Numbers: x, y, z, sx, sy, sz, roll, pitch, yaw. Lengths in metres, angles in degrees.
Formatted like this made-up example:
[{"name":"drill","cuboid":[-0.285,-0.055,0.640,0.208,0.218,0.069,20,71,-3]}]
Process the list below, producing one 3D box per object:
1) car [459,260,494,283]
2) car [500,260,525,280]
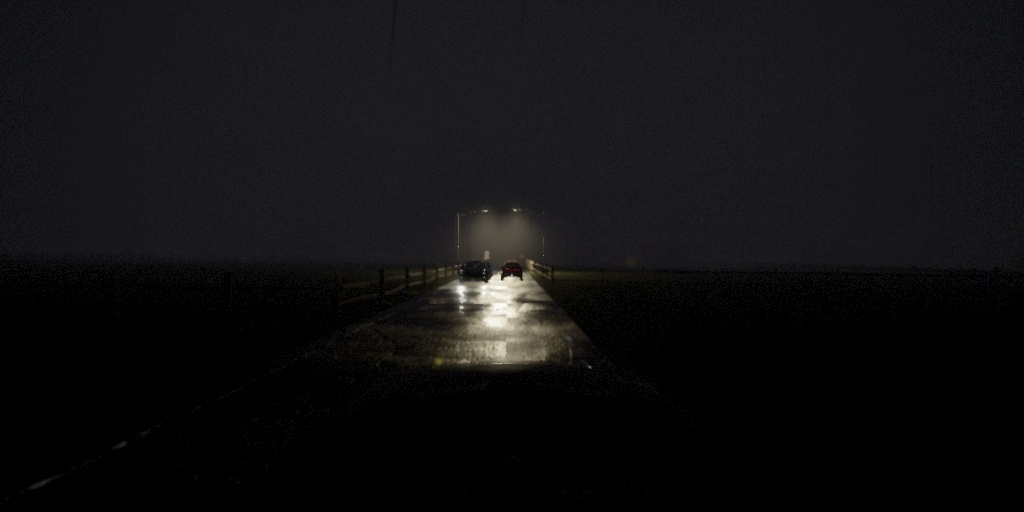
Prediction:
[{"name":"car","cuboid":[-2.753,1.109,27.415,2.097,1.767,4.553,0,0,0]},{"name":"car","cuboid":[0.012,1.251,30.582,1.837,1.490,4.892,0,0,0]}]
